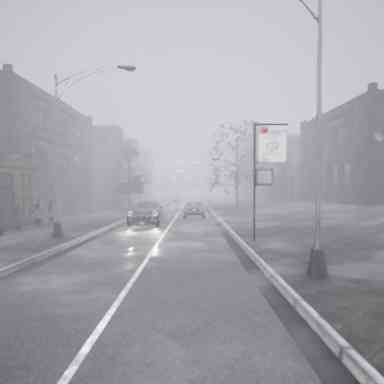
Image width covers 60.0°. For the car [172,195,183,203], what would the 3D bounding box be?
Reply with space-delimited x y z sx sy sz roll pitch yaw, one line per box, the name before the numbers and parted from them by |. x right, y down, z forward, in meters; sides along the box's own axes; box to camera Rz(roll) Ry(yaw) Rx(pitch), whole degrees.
car | -2.761 1.355 63.687 1.837 1.490 4.892 0 0 1

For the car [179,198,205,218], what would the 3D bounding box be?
car | 0.193 1.486 29.118 2.033 1.411 5.357 0 0 0

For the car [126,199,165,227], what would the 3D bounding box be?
car | -3.038 1.306 22.399 2.097 1.767 4.553 0 0 0
